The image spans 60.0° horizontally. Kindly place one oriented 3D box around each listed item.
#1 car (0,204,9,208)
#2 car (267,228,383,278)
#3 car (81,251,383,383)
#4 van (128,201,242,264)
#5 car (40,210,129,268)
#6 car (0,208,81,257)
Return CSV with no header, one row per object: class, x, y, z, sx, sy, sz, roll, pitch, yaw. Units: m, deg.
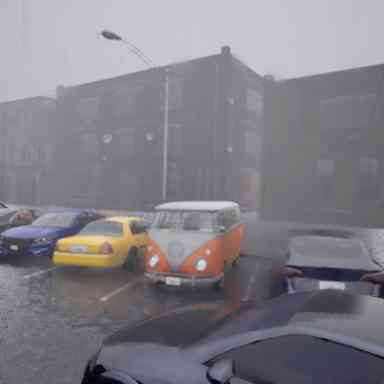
car,-7.169,1.410,14.109,2.231,1.521,4.892,0,-1,15
car,2.700,1.504,7.204,2.163,1.488,4.792,0,-1,15
car,1.016,1.560,2.648,4.181,1.385,1.994,0,0,35
van,0.215,1.231,8.808,1.878,1.987,4.442,1,0,15
car,-2.178,1.441,10.841,1.946,1.575,5.366,0,-1,15
car,-4.680,1.425,12.401,2.097,1.535,5.008,1,0,15
